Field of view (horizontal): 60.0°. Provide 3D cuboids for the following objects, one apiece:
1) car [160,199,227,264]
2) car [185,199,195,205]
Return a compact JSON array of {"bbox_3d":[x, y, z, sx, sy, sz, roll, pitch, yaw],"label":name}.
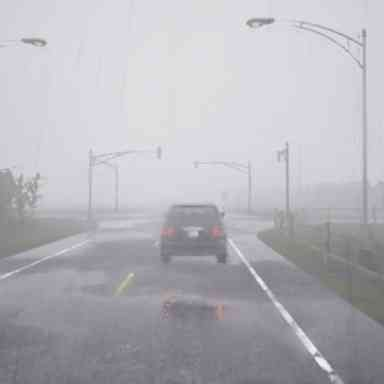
[{"bbox_3d":[0.090,1.349,12.541,2.150,2.045,5.566,0,0,1],"label":"car"},{"bbox_3d":[-0.414,2.302,76.268,1.895,1.301,4.718,0,0,4],"label":"car"}]
